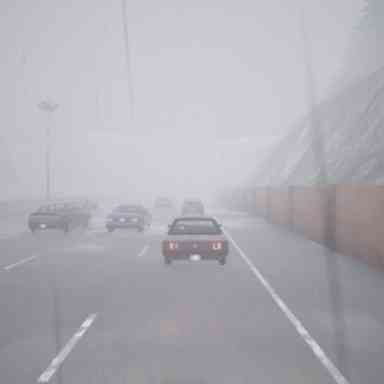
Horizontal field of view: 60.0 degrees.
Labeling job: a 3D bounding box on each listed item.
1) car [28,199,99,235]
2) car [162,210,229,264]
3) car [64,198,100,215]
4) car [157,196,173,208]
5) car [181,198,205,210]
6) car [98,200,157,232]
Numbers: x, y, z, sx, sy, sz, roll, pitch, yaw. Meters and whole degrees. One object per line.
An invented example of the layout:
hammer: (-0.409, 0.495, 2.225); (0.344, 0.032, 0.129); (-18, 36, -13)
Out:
car: (-6.914, 1.337, 17.847); (2.128, 1.511, 4.902); (0, 0, 0)
car: (0.092, 1.501, 11.410); (1.895, 1.301, 4.718); (0, 0, 0)
car: (-10.423, 1.326, 31.842); (1.895, 1.301, 4.718); (0, 0, 0)
car: (-3.432, 1.209, 40.990); (1.994, 1.385, 4.181); (0, 0, 0)
car: (0.078, 1.238, 29.183); (2.128, 1.511, 4.902); (0, 0, 0)
car: (-3.417, 1.384, 18.784); (2.033, 1.411, 5.357); (0, 1, 0)
